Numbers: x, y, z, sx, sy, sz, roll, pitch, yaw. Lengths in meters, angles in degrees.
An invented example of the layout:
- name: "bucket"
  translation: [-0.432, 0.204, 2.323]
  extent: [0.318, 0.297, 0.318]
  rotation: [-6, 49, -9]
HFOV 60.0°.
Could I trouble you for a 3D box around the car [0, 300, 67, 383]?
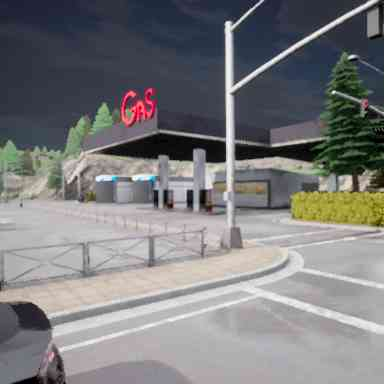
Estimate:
- name: "car"
  translation: [-3.214, 1.509, 1.646]
  extent: [4.902, 1.511, 2.128]
  rotation: [-1, 1, -37]
